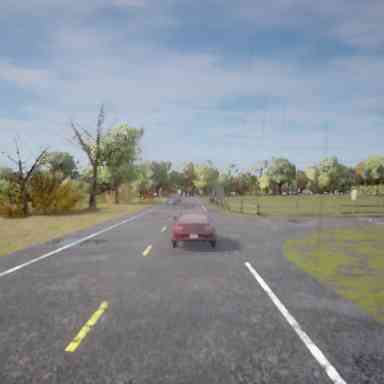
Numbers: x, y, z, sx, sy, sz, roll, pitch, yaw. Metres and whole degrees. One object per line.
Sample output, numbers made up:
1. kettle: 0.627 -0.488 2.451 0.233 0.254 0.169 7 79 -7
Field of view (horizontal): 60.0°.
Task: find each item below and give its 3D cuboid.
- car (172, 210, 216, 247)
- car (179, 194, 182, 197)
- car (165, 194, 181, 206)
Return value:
1. car: 0.084 1.567 15.205 1.812 1.442 4.674 0 0 0
2. car: -3.469 1.415 73.091 2.150 2.045 5.566 0 0 0
3. car: -3.538 1.645 57.374 2.128 1.511 4.902 0 0 0
